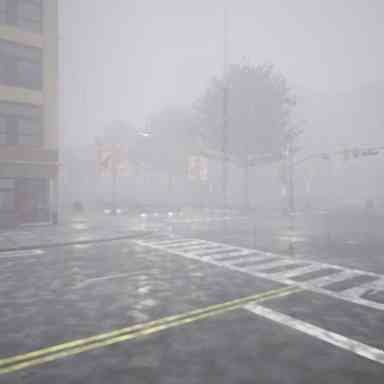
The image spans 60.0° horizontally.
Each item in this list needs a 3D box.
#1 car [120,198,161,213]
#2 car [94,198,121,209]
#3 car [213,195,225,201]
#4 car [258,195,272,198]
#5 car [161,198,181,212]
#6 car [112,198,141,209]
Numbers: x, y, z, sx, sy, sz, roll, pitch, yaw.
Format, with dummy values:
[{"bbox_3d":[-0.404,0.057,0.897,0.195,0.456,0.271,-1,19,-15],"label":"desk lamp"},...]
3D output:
[{"bbox_3d":[-5.778,1.514,36.819,1.837,1.490,4.892,0,0,-36],"label":"car"},{"bbox_3d":[-11.614,1.487,44.939,1.882,1.535,5.008,0,0,-36],"label":"car"},{"bbox_3d":[5.756,1.440,79.608,2.161,1.482,4.786,0,0,-36],"label":"car"},{"bbox_3d":[16.249,1.348,72.147,2.002,1.452,4.674,0,0,-36],"label":"car"},{"bbox_3d":[-3.125,1.516,39.123,1.837,1.490,4.892,0,0,-36],"label":"car"},{"bbox_3d":[-9.479,1.559,47.970,2.033,1.411,5.357,0,0,-35],"label":"car"}]
